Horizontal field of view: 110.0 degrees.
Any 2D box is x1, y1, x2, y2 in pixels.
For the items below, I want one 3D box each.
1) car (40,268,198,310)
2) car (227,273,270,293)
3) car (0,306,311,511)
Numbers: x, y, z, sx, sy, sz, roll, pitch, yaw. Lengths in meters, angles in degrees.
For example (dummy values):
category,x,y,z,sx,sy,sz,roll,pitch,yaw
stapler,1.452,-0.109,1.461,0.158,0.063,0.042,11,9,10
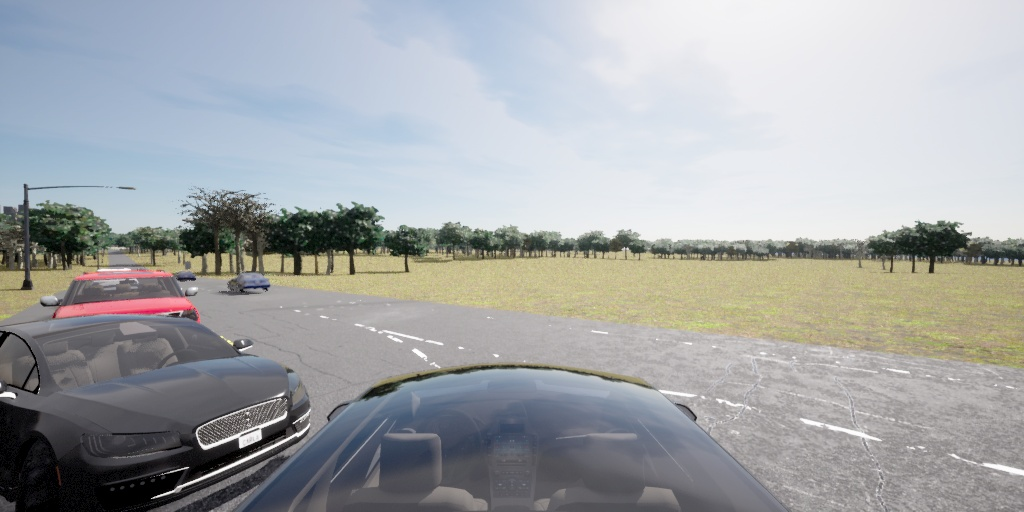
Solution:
category,x,y,z,sx,sy,sz,roll,pitch,yaw
car,-9.365,1.386,8.720,5.566,2.045,2.150,-2,0,42
car,-20.628,2.047,28.075,5.357,1.411,2.033,-2,0,42
car,-4.513,1.445,4.013,4.892,1.490,1.837,-3,-3,22
